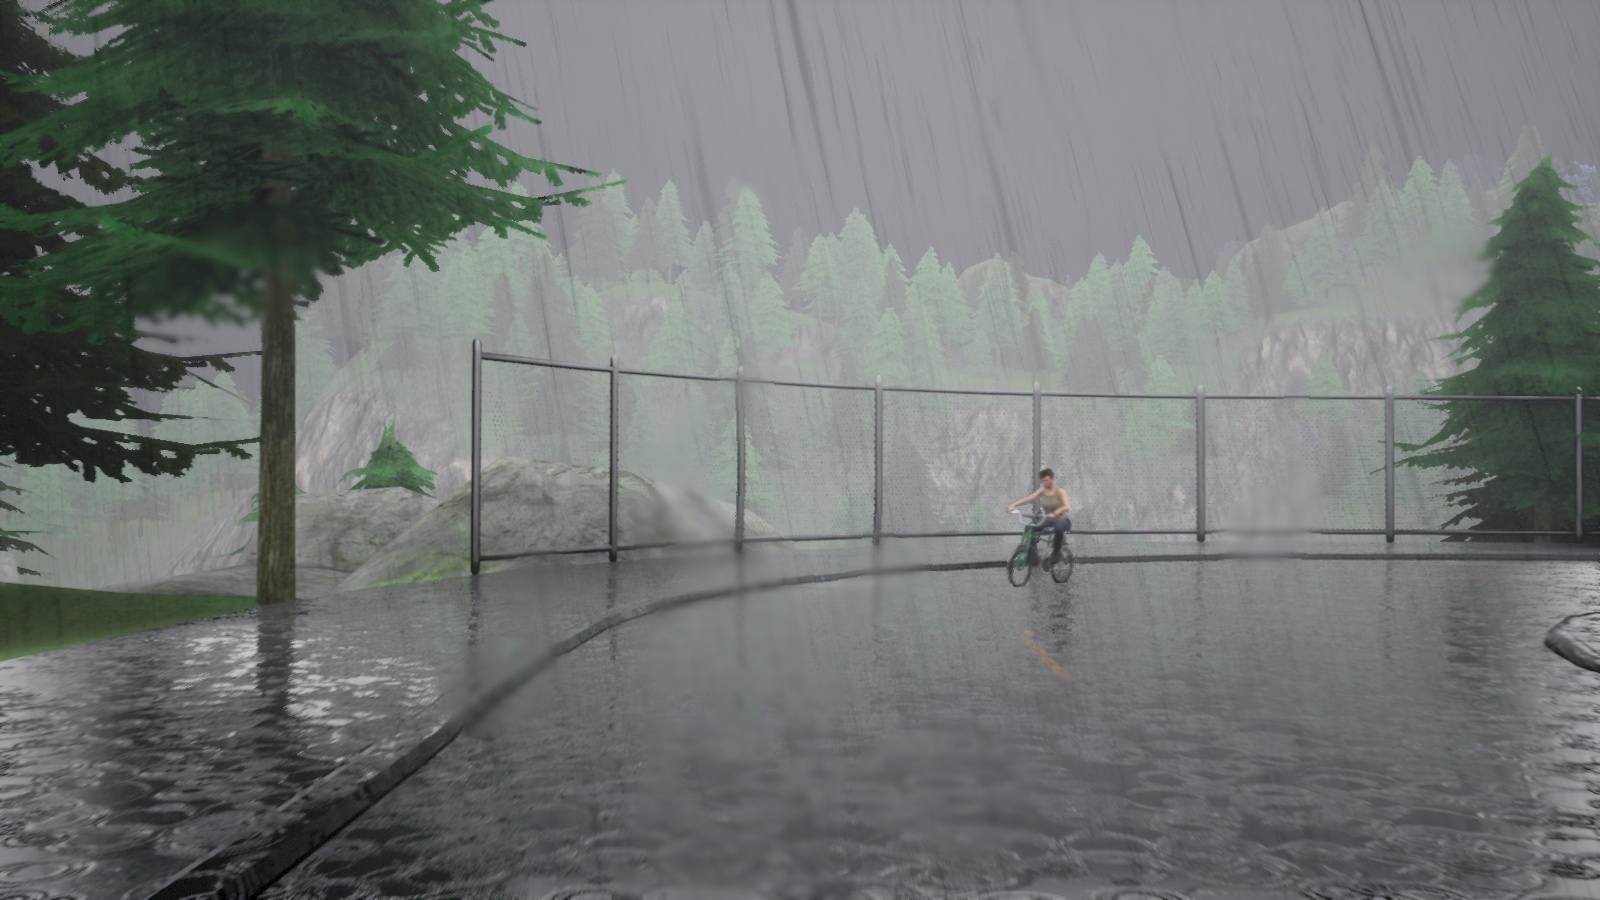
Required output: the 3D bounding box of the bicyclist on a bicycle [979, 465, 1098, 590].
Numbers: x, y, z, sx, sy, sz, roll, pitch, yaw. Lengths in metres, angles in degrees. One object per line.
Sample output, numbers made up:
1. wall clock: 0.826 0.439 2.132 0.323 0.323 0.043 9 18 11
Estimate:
1. bicyclist on a bicycle: 3.290 1.029 17.281 1.509 1.612 0.866 1 1 -44
